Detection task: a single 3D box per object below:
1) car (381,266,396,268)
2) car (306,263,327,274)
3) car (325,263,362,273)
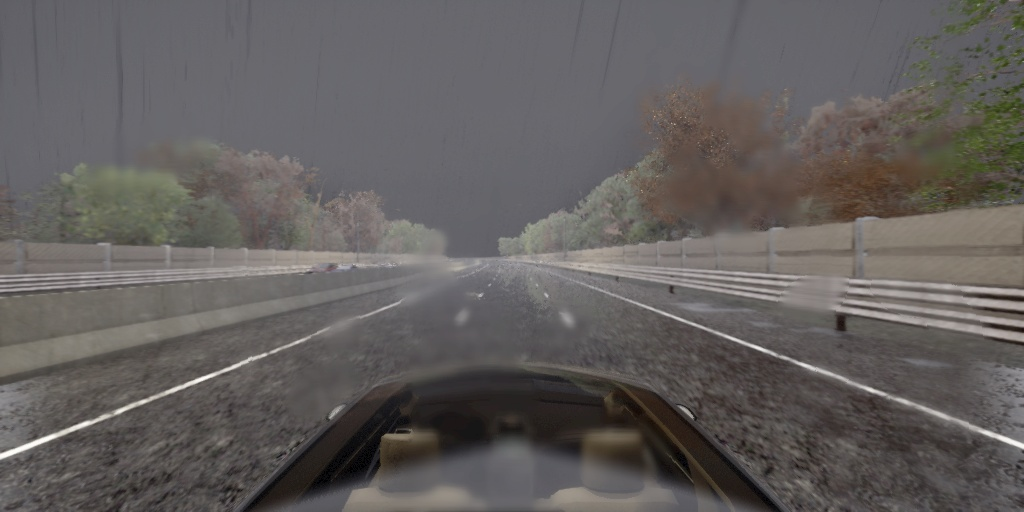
[{"bbox_3d":[-14.092,1.730,40.498,1.895,1.301,4.718,-1,0,0],"label":"car"},{"bbox_3d":[-21.094,1.552,40.366,2.097,1.767,4.553,-1,0,0],"label":"car"},{"bbox_3d":[-17.575,1.677,38.226,1.812,1.442,4.674,-1,0,0],"label":"car"}]
